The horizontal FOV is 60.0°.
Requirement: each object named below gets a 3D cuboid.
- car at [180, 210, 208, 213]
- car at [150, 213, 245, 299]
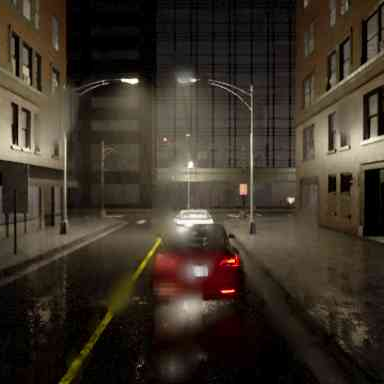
[{"bbox_3d":[0.096,1.589,17.464,1.895,1.301,4.718,0,0,0],"label":"car"},{"bbox_3d":[0.107,1.498,8.448,2.163,1.488,4.792,0,0,0],"label":"car"}]
